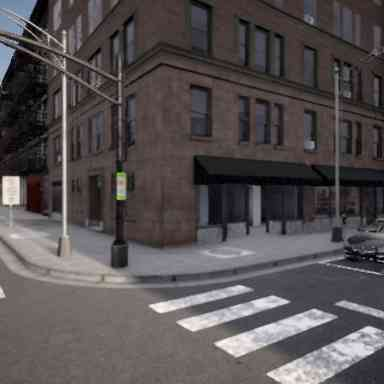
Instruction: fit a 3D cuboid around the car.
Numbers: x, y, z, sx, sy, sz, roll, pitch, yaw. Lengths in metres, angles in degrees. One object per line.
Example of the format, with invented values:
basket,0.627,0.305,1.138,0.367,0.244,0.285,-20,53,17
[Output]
car,6.789,1.549,11.036,4.403,1.369,2.008,0,0,-36
